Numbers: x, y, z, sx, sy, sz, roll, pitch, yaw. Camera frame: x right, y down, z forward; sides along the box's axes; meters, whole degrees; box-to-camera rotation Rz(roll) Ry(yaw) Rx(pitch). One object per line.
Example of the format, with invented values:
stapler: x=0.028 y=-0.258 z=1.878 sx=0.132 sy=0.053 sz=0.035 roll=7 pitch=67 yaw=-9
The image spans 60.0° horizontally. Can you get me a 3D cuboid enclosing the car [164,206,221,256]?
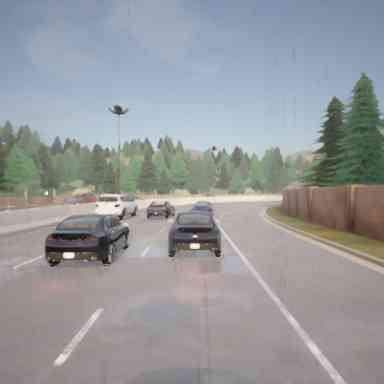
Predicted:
car: x=0.097 y=1.502 z=13.147 sx=1.837 sy=1.490 sz=4.892 roll=0 pitch=0 yaw=0

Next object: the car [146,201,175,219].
car: x=-2.603 y=1.485 z=28.810 sx=2.128 sy=1.511 sz=4.902 roll=0 pitch=0 yaw=6

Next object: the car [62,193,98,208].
car: x=-16.399 y=1.210 z=49.030 sx=2.150 sy=2.045 sz=5.566 roll=0 pitch=0 yaw=17

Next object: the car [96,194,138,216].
car: x=-6.243 y=1.215 z=27.973 sx=2.150 sy=2.045 sz=5.566 roll=0 pitch=0 yaw=6

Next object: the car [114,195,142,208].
car: x=-9.258 y=1.341 z=48.338 sx=2.097 sy=1.767 sz=4.553 roll=0 pitch=0 yaw=18

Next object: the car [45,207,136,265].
car: x=-3.403 y=1.502 z=11.611 sx=1.837 sy=1.490 sz=4.892 roll=0 pitch=0 yaw=0

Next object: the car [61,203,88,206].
car: x=-14.772 y=1.516 z=41.310 sx=1.812 sy=1.442 sz=4.674 roll=0 pitch=0 yaw=13

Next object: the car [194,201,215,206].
car: x=1.055 y=1.519 z=29.883 sx=1.812 sy=1.442 sz=4.674 roll=0 pitch=0 yaw=8
